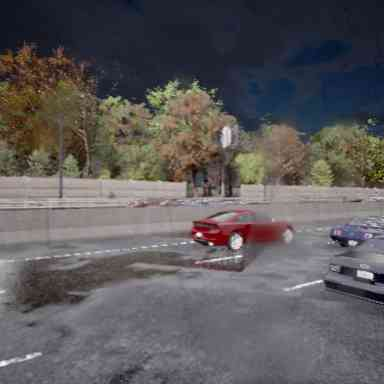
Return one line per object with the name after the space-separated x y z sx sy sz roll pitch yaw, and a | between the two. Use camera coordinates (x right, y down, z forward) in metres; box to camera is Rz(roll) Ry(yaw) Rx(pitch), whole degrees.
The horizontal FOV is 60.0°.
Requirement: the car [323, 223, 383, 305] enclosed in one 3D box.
5.190 1.572 7.544 5.357 1.411 2.033 0 0 -36 | car

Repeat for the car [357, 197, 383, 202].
30.760 1.679 56.352 4.902 1.511 2.128 0 0 -35 | car

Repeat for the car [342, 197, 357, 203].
28.534 1.640 59.053 5.008 1.535 1.882 0 0 -36 | car

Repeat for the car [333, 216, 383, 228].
7.856 1.637 13.781 4.718 1.301 1.895 0 0 -36 | car

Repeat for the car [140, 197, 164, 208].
-2.355 1.479 32.557 4.674 1.442 1.812 0 0 -36 | car

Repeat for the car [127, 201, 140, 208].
-4.587 1.289 35.261 4.553 1.767 2.097 0 0 -36 | car

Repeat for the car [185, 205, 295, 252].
2.280 1.477 14.075 5.008 1.535 1.882 0 0 -36 | car

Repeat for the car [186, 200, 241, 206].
2.359 1.480 27.327 4.902 1.511 2.128 0 0 -36 | car

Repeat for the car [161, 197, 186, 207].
0.129 1.463 30.034 4.902 1.511 2.128 0 0 -36 | car
